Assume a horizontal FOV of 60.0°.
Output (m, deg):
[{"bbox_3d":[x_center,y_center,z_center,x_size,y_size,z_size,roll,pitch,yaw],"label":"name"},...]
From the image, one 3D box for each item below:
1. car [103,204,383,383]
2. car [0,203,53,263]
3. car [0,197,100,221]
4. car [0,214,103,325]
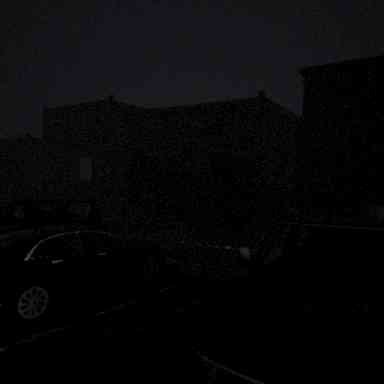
[{"bbox_3d":[1.982,1.225,3.950,2.435,2.045,5.566,0,0,35],"label":"car"},{"bbox_3d":[-7.116,1.307,10.501,2.185,1.767,4.553,0,0,35],"label":"car"},{"bbox_3d":[-4.868,1.189,8.829,2.435,2.045,5.566,0,0,35],"label":"car"},{"bbox_3d":[-2.570,1.449,7.220,2.231,1.521,4.892,0,0,35],"label":"car"}]
